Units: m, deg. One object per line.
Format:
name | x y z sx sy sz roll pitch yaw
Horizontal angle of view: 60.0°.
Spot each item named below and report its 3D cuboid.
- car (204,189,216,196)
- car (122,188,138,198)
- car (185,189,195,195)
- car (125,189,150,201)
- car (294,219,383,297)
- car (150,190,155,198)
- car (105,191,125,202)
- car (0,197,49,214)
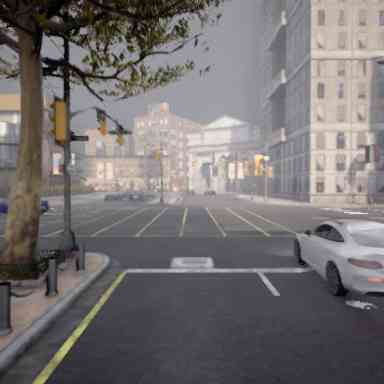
car | 4.173 0.079 75.808 1.994 1.385 4.181 0 1 20
car | -11.498 0.219 61.918 2.097 1.767 4.553 0 1 0
car | -0.398 -0.044 75.777 2.128 1.511 4.902 0 1 -8
car | -8.024 0.586 49.516 2.128 1.511 4.902 0 1 0
car | 3.830 1.377 7.981 1.812 1.442 4.674 0 1 3
car | -7.999 0.369 62.199 1.837 1.490 4.892 0 1 0
car | -11.521 0.626 49.203 1.812 1.442 4.674 0 1 0
car | -13.586 1.003 25.869 5.008 1.535 1.882 0 0 17
